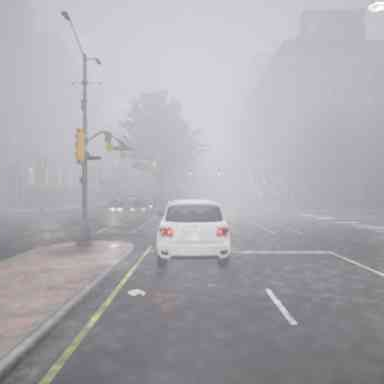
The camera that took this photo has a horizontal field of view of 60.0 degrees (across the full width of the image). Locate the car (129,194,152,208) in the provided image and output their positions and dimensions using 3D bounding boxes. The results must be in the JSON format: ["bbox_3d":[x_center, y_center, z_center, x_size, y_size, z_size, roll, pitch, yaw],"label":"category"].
[{"bbox_3d":[-8.028,1.539,52.017,2.097,1.767,4.553,0,0,0],"label":"car"}]

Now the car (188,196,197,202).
[{"bbox_3d":[0.083,1.839,83.550,2.033,1.411,5.357,0,0,0],"label":"car"}]

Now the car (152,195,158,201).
[{"bbox_3d":[-7.964,1.744,60.901,1.812,1.442,4.674,0,0,1],"label":"car"}]

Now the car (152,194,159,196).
[{"bbox_3d":[-7.930,1.478,70.519,2.150,2.045,5.566,0,0,0],"label":"car"}]

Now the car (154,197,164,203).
[{"bbox_3d":[-7.920,1.840,80.333,1.994,1.385,4.181,0,0,0],"label":"car"}]

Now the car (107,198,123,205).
[{"bbox_3d":[-14.686,1.824,63.830,1.895,1.301,4.718,0,0,0],"label":"car"}]

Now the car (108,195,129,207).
[{"bbox_3d":[-11.515,1.684,53.789,2.128,1.511,4.902,0,0,0],"label":"car"}]

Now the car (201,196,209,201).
[{"bbox_3d":[3.592,1.886,93.009,1.994,1.385,4.181,0,0,0],"label":"car"}]

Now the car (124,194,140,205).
[{"bbox_3d":[-11.437,1.450,63.709,2.150,2.045,5.566,0,0,0],"label":"car"}]

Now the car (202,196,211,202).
[{"bbox_3d":[3.583,1.841,84.009,2.033,1.411,5.357,0,0,0],"label":"car"}]

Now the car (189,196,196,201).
[{"bbox_3d":[0.092,1.833,93.013,1.837,1.490,4.892,0,0,0],"label":"car"}]

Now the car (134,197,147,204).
[{"bbox_3d":[-11.427,1.791,74.146,2.128,1.511,4.902,0,0,0],"label":"car"}]

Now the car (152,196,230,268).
[{"bbox_3d":[-0.068,1.265,11.692,2.150,2.045,5.566,0,0,-3],"label":"car"}]
